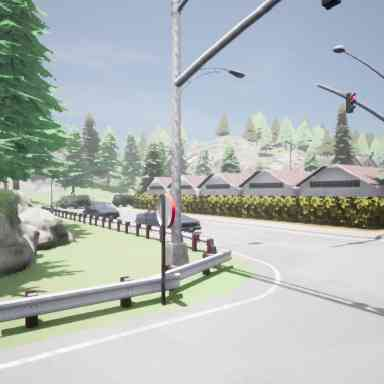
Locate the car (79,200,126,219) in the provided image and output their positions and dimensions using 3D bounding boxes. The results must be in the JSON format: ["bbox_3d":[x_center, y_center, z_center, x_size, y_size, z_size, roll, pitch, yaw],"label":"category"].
[{"bbox_3d":[-8.342,1.739,30.478,2.033,1.411,5.357,0,0,-35],"label":"car"}]

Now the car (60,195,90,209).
[{"bbox_3d":[-16.805,1.403,48.119,2.150,2.045,5.566,0,0,10],"label":"car"}]

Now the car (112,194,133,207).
[{"bbox_3d":[-10.393,1.398,54.114,2.150,2.045,5.566,0,0,37],"label":"car"}]

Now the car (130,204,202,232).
[{"bbox_3d":[-1.674,1.739,20.972,2.033,1.411,5.357,0,0,-38],"label":"car"}]
